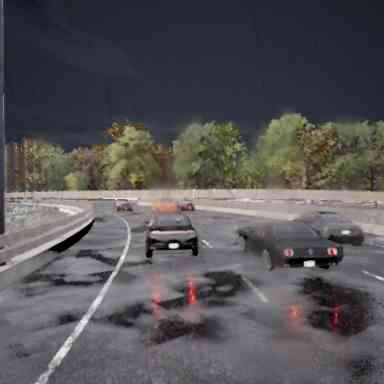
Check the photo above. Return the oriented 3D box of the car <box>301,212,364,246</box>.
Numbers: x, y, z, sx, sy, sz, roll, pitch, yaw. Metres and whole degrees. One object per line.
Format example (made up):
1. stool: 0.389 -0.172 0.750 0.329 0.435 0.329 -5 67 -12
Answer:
1. car: 5.876 1.588 15.254 1.994 1.385 4.181 0 0 -8

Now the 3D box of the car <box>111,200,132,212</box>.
1. car: -8.917 1.783 42.175 1.812 1.442 4.674 0 0 -24

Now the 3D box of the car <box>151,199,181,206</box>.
1. car: -3.218 1.544 37.279 2.097 1.767 4.553 0 0 -20

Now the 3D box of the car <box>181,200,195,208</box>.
1. car: -1.107 1.721 41.630 1.812 1.442 4.674 0 0 -22

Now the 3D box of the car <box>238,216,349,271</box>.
1. car: 2.896 1.629 11.014 1.895 1.301 4.718 0 0 -6

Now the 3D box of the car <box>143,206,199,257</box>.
1. car: -0.900 1.559 13.296 2.128 1.511 4.902 0 0 -7
